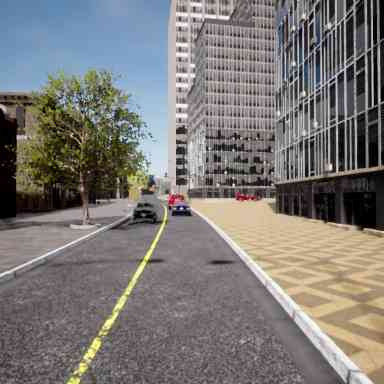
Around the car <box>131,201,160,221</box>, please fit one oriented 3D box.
[{"bbox_3d":[-3.707,1.509,26.972,1.837,1.490,4.892,0,0,-3],"label":"car"}]

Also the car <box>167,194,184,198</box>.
[{"bbox_3d":[-1.984,1.230,43.441,2.150,2.045,5.566,0,0,-5],"label":"car"}]

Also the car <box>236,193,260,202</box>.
[{"bbox_3d":[11.568,1.213,68.741,5.009,1.841,2.192,0,-1,13],"label":"car"}]

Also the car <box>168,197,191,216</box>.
[{"bbox_3d":[-1.120,1.555,32.762,2.033,1.411,5.357,0,0,-4],"label":"car"}]
